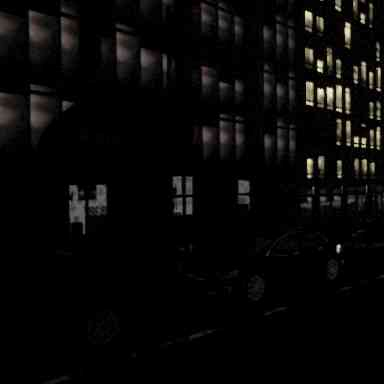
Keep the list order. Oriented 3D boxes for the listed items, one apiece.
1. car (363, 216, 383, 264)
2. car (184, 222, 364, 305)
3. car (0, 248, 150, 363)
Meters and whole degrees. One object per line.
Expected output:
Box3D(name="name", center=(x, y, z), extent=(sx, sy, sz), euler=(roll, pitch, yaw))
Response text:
Box3D(name="car", center=(6.502, 1.490, 11.153), extent=(4.206, 1.307, 1.802), euler=(-1, 0, -35))
Box3D(name="car", center=(1.860, 1.502, 7.872), extent=(4.403, 1.369, 2.008), euler=(-1, 0, -35))
Box3D(name="car", center=(-2.780, 1.538, 4.591), extent=(4.507, 1.381, 1.887), euler=(-1, 0, -35))
